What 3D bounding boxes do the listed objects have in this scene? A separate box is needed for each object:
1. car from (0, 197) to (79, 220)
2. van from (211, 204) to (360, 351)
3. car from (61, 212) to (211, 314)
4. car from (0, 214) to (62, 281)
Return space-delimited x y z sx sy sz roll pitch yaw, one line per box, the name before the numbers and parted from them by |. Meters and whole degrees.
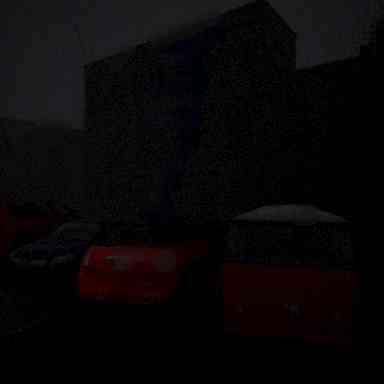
car | -5.401 1.200 11.339 2.435 2.045 5.566 0 -1 16
van | 1.785 1.253 6.313 1.878 1.987 4.442 0 -1 16
car | -0.642 1.340 7.874 2.185 1.767 4.553 0 -1 15
car | -3.017 1.499 9.605 2.002 1.452 4.674 1 0 16
